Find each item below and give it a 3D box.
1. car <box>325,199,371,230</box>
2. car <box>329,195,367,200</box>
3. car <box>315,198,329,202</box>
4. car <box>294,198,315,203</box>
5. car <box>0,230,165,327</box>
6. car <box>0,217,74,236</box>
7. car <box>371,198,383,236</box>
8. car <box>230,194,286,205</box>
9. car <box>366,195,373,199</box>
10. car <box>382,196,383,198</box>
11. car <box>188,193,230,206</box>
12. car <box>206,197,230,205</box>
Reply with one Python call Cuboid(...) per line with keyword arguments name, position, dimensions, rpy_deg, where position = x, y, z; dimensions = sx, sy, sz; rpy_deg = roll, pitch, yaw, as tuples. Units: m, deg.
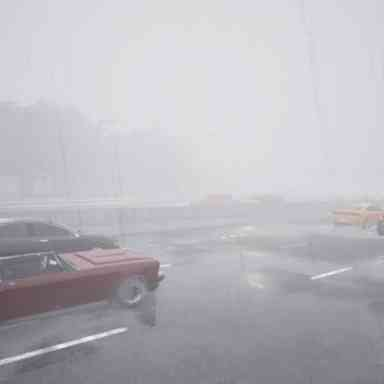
Cuboid(name="car", position=(10.754, 1.459, 20.890), dimensions=(5.008, 1.535, 1.882), rpy_deg=(0, 0, -37))
Cuboid(name="car", position=(19.171, 1.475, 40.804), dimensions=(4.674, 1.442, 1.812), rpy_deg=(0, 0, -37))
Cuboid(name="car", position=(19.424, 1.403, 45.394), dimensions=(5.008, 1.535, 1.882), rpy_deg=(0, 0, -37))
Cuboid(name="car", position=(16.716, 1.518, 47.726), dimensions=(4.718, 1.301, 1.895), rpy_deg=(0, 0, -37))
Cuboid(name="car", position=(-2.886, 1.579, 6.124), dimensions=(4.718, 1.301, 1.895), rpy_deg=(0, 0, -37))
Cuboid(name="car", position=(-4.443, 1.472, 9.336), dimensions=(4.892, 1.490, 1.837), rpy_deg=(0, 0, -37))
Cuboid(name="car", position=(11.414, 1.344, 16.991), dimensions=(4.553, 1.767, 2.097), rpy_deg=(0, 0, -37))
Cuboid(name="car", position=(6.527, 1.170, 31.122), dimensions=(5.566, 2.045, 2.150), rpy_deg=(0, 0, -37))
Cuboid(name="car", position=(29.401, 1.297, 57.453), dimensions=(5.008, 1.535, 1.882), rpy_deg=(0, 1, -37))
Cuboid(name="car", position=(33.280, 1.170, 56.018), dimensions=(4.553, 1.767, 2.097), rpy_deg=(0, 0, -37))
Cuboid(name="car", position=(2.224, 1.129, 36.628), dimensions=(5.566, 2.045, 2.150), rpy_deg=(1, 0, -37))
Cuboid(name="car", position=(4.428, 1.484, 33.924), dimensions=(5.357, 1.411, 2.033), rpy_deg=(0, 0, -37))
